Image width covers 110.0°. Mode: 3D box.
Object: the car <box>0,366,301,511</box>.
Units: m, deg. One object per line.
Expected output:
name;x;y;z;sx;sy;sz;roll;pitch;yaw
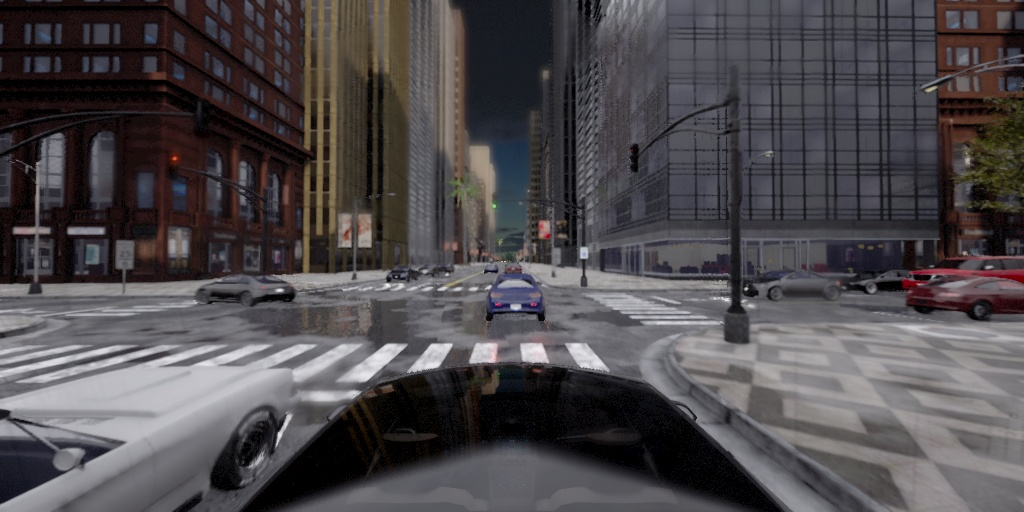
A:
car;-3.156;1.350;1.626;1.895;1.301;4.718;0;0;0

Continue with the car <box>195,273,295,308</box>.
car;-11.842;1.451;15.951;4.181;1.385;1.994;0;-1;19

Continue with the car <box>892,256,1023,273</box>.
car;22.610;1.027;17.511;5.566;2.045;2.150;0;-1;-1

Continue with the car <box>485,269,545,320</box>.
car;0.113;1.337;12.704;1.812;1.442;4.674;0;-1;0

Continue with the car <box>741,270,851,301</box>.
car;13.307;1.399;17.376;4.181;1.385;1.994;0;-1;-1

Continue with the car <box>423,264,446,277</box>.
car;-9.759;1.658;42.668;2.128;1.511;4.902;0;-1;0

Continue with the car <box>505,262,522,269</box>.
car;0.160;1.548;45.197;2.097;1.767;4.553;0;-1;0

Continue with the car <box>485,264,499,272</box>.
car;-3.078;1.872;54.753;1.994;1.385;4.181;0;-1;0

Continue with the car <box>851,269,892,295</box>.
car;20.852;1.419;20.229;4.313;1.339;1.948;0;0;-1

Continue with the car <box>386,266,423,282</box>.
car;-9.797;1.617;32.383;1.994;1.385;4.181;0;-1;0

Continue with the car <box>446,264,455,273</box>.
car;-9.680;1.839;53.325;2.033;1.411;5.357;0;-1;0

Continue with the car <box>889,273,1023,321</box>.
car;15.331;1.320;11.626;4.207;1.307;1.802;0;0;-1
